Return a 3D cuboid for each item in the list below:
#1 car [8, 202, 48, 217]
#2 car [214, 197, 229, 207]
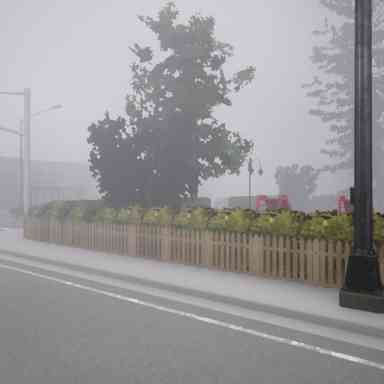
[{"bbox_3d":[-13.989,1.601,30.301,1.895,1.301,4.718,0,0,35],"label":"car"},{"bbox_3d":[5.302,1.491,51.160,2.128,1.511,4.902,0,0,36],"label":"car"}]
